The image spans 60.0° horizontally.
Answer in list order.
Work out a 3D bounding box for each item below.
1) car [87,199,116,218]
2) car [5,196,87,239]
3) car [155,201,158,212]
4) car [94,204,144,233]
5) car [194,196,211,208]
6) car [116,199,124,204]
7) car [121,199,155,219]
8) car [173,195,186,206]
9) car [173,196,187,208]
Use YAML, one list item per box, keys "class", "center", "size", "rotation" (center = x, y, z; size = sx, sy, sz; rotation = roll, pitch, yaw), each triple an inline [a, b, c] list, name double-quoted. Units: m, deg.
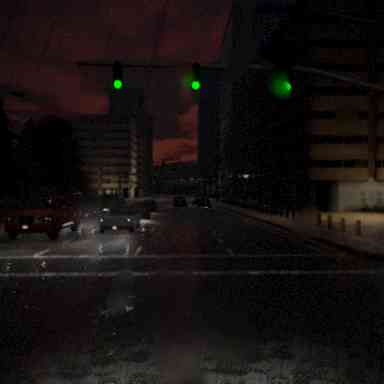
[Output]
- class: "car"
  center: [-8.046, 1.505, 27.604]
  size: [2.128, 1.511, 4.902]
  rotation: [0, 0, -2]
- class: "car"
  center: [-7.629, 1.227, 17.732]
  size: [2.150, 2.045, 5.566]
  rotation: [0, 0, -2]
- class: "car"
  center: [-5.014, 1.575, 39.131]
  size: [2.033, 1.411, 5.357]
  rotation: [0, 0, -2]
- class: "car"
  center: [-4.222, 1.613, 20.020]
  size: [1.895, 1.301, 4.718]
  rotation: [0, 0, -2]
- class: "car"
  center: [1.779, 1.593, 48.490]
  size: [2.033, 1.411, 5.357]
  rotation: [0, 0, -2]
- class: "car"
  center: [-8.460, 1.527, 37.656]
  size: [1.837, 1.490, 4.892]
  rotation: [0, 0, -3]
- class: "car"
  center: [-4.593, 1.583, 28.815]
  size: [1.994, 1.385, 4.181]
  rotation: [0, 0, -2]
- class: "car"
  center: [-2.229, 1.400, 57.913]
  size: [2.097, 1.767, 4.553]
  rotation: [0, 0, -2]
- class: "car"
  center: [-1.764, 1.605, 49.318]
  size: [1.994, 1.385, 4.181]
  rotation: [0, 0, -2]
